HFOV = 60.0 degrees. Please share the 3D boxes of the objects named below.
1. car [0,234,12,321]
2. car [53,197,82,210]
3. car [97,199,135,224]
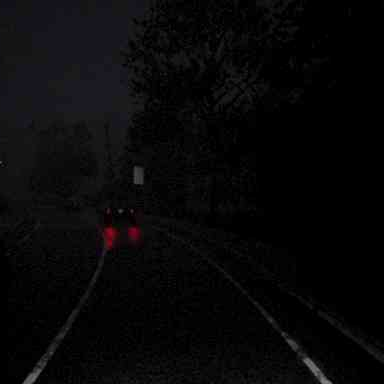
[{"bbox_3d":[-3.914,1.218,3.333,2.150,2.045,5.566,0,0,-6],"label":"car"},{"bbox_3d":[-14.753,1.326,39.306,2.033,1.411,5.357,4,-2,-39],"label":"car"},{"bbox_3d":[-5.642,1.321,24.420,2.097,1.767,4.553,2,-1,-23],"label":"car"}]
